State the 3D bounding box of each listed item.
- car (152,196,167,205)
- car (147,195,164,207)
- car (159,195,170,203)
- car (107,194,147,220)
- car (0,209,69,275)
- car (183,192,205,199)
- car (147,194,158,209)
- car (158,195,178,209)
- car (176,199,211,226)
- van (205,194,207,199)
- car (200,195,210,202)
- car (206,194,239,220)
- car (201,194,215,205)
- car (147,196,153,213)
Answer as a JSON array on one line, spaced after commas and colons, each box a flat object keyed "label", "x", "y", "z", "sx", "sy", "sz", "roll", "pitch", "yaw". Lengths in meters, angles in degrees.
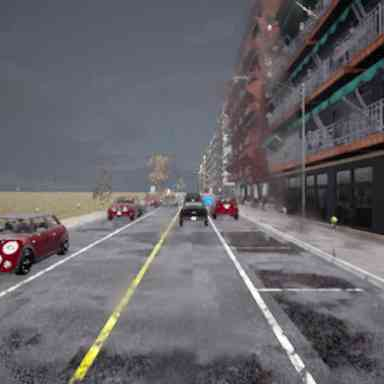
[{"label": "car", "x": -5.283, "y": 1.335, "z": 54.374, "sx": 2.008, "sy": 1.369, "sz": 4.403, "roll": 1, "pitch": 0, "yaw": 0}, {"label": "car", "x": -5.284, "y": 1.246, "z": 48.838, "sx": 1.967, "sy": 1.590, "sz": 4.097, "roll": 1, "pitch": 0, "yaw": 0}, {"label": "car", "x": -5.278, "y": 1.267, "z": 65.277, "sx": 1.752, "sy": 1.417, "sz": 4.829, "roll": 1, "pitch": 0, "yaw": 0}, {"label": "car", "x": -5.292, "y": 1.209, "z": 26.692, "sx": 2.192, "sy": 1.841, "sz": 5.009, "roll": 1, "pitch": 0, "yaw": 0}, {"label": "car", "x": -5.301, "y": 1.400, "z": 10.084, "sx": 1.967, "sy": 1.590, "sz": 4.097, "roll": 1, "pitch": 0, "yaw": 0}, {"label": "car", "x": 0.118, "y": 1.062, "z": 40.254, "sx": 2.150, "sy": 2.045, "sz": 5.566, "roll": 0, "pitch": 0, "yaw": 0}, {"label": "car", "x": -5.285, "y": 1.143, "z": 43.301, "sx": 2.192, "sy": 1.841, "sz": 5.009, "roll": 1, "pitch": 0, "yaw": 0}, {"label": "car", "x": -2.817, "y": 1.181, "z": 43.060, "sx": 2.097, "sy": 1.767, "sz": 4.553, "roll": 0, "pitch": 0, "yaw": 0}, {"label": "car", "x": 0.110, "y": 1.411, "z": 22.861, "sx": 1.837, "sy": 1.490, "sz": 4.892, "roll": 0, "pitch": -1, "yaw": 0}, {"label": "van", "x": 2.597, "y": 1.145, "z": 49.235, "sx": 1.690, "sy": 1.788, "sz": 3.998, "roll": 1, "pitch": 0, "yaw": 0}, {"label": "car", "x": 2.602, "y": 1.263, "z": 66.040, "sx": 1.752, "sy": 1.417, "sz": 4.829, "roll": 1, "pitch": 0, "yaw": 0}, {"label": "car", "x": 2.588, "y": 1.207, "z": 27.056, "sx": 2.192, "sy": 1.841, "sz": 5.009, "roll": 1, "pitch": 0, "yaw": 0}, {"label": "car", "x": 2.598, "y": 1.222, "z": 54.781, "sx": 1.967, "sy": 1.590, "sz": 4.097, "roll": 1, "pitch": 0, "yaw": 0}, {"label": "car", "x": -5.293, "y": 1.423, "z": 32.229, "sx": 2.008, "sy": 1.369, "sz": 4.403, "roll": 1, "pitch": 0, "yaw": 0}]
